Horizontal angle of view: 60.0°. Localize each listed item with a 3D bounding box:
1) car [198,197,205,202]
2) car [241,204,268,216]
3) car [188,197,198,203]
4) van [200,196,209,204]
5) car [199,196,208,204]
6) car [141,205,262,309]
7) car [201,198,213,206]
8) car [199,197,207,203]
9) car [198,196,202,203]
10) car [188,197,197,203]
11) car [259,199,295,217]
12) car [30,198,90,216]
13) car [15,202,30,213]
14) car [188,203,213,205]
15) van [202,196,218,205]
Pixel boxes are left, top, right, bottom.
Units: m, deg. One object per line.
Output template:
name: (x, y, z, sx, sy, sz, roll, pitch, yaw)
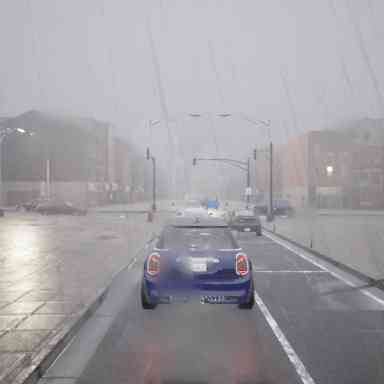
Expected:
car: (2.715, 2.138, 92.651, 1.802, 1.307, 4.206, -2, -1, 0)
car: (2.644, 1.572, 18.083, 2.008, 1.369, 4.403, -1, 0, 0)
car: (0.113, 1.940, 72.588, 1.895, 1.301, 4.718, 0, -1, 0)
van: (2.689, 1.674, 71.494, 1.690, 1.788, 3.998, -1, -1, 0)
car: (2.696, 1.824, 76.783, 1.967, 1.590, 4.097, -1, -1, 0)
car: (0.106, 1.355, 8.011, 2.097, 1.767, 4.553, 0, 0, 0)
car: (2.684, 1.793, 60.911, 2.008, 1.369, 4.403, -1, -1, 0)
car: (2.704, 1.982, 82.072, 1.887, 1.381, 4.507, -1, -1, 0)
car: (2.674, 1.516, 55.624, 2.192, 1.841, 5.009, -1, 0, 0)
car: (0.089, 2.003, 85.890, 2.128, 1.511, 4.902, 0, -1, 0)
car: (7.723, 1.502, 33.038, 4.553, 1.767, 2.097, 1, 1, 0)
car: (-11.688, 1.458, 30.150, 4.674, 1.442, 1.812, 1, 1, 2)
car: (-14.989, 1.354, 33.102, 4.892, 1.490, 1.837, 1, 1, 0)
car: (0.147, 1.546, 17.831, 1.812, 1.442, 4.674, 0, 0, 1)
van: (2.665, 1.474, 45.042, 1.690, 1.788, 3.998, -1, 0, 0)
